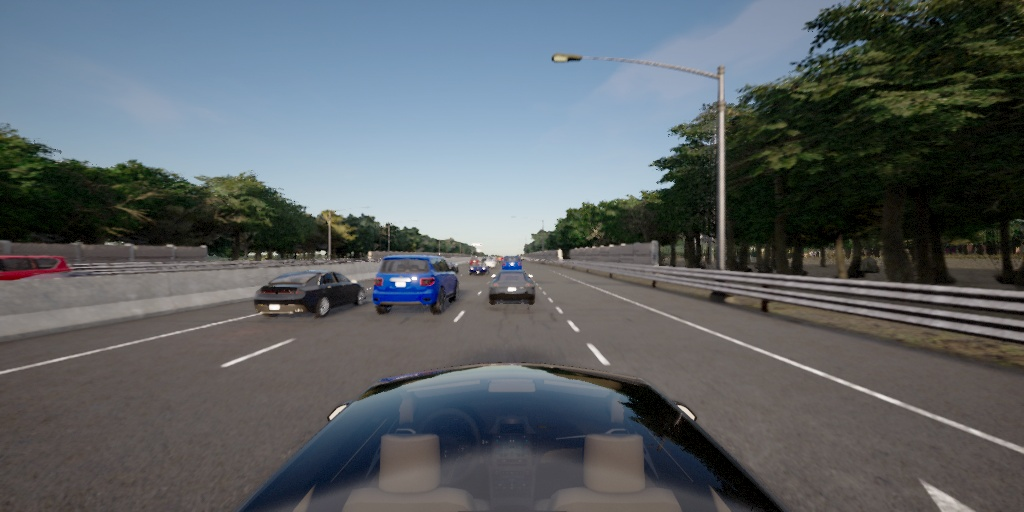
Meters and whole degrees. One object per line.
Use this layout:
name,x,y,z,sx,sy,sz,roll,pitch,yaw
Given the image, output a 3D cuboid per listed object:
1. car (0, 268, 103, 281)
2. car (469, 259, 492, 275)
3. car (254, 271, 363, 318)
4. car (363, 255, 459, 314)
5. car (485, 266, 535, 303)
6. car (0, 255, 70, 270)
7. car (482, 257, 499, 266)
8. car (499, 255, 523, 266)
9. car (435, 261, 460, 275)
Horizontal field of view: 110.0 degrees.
car,-17.590,1.323,13.901,1.994,1.385,4.181,0,0,0
car,-3.494,1.342,39.082,1.895,1.301,4.718,0,0,0
car,-6.998,1.265,12.993,1.837,1.490,4.892,0,0,0
car,-3.499,0.981,13.949,2.150,2.045,5.566,0,0,0
car,0.003,1.323,16.575,1.994,1.385,4.181,0,0,0
car,-21.091,0.980,14.083,2.150,2.045,5.566,0,0,0
car,-3.491,1.233,57.135,1.812,1.442,4.674,0,0,0
car,0.005,0.963,39.136,2.150,2.045,5.566,0,0,0
car,-6.994,1.305,39.063,1.994,1.385,4.181,0,0,0
